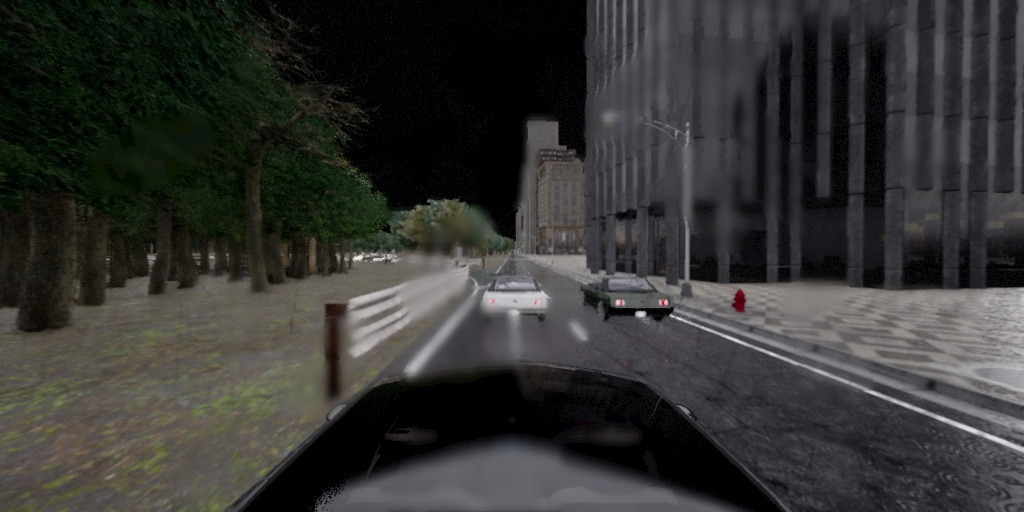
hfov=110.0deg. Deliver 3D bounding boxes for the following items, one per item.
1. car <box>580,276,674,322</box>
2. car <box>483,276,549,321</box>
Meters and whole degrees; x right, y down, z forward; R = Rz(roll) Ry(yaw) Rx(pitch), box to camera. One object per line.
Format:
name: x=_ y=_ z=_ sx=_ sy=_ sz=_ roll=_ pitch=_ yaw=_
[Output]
car: x=3.594 y=1.323 z=12.205 sx=1.895 sy=1.301 sz=4.718 roll=0 pitch=0 yaw=0
car: x=0.090 y=1.324 z=12.258 sx=1.895 sy=1.301 sz=4.718 roll=0 pitch=0 yaw=0
